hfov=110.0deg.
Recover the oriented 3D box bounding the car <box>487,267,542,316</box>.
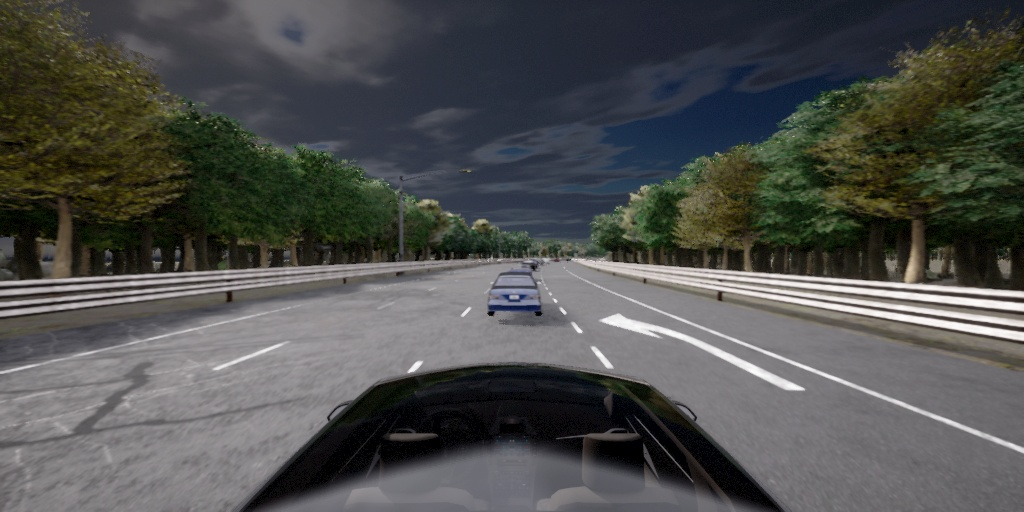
[{"bbox_3d":[0.133,1.308,13.478,2.033,1.411,5.357,0,0,1],"label":"car"}]

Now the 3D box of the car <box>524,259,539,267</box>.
[{"bbox_3d":[2.394,1.274,49.952,1.882,1.535,5.008,0,0,6],"label":"car"}]

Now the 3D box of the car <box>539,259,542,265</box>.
[{"bbox_3d":[3.495,1.341,59.821,1.812,1.442,4.674,0,0,7],"label":"car"}]

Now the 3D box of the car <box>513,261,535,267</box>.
[{"bbox_3d":[0.824,1.377,30.490,1.895,1.301,4.718,0,0,3],"label":"car"}]
